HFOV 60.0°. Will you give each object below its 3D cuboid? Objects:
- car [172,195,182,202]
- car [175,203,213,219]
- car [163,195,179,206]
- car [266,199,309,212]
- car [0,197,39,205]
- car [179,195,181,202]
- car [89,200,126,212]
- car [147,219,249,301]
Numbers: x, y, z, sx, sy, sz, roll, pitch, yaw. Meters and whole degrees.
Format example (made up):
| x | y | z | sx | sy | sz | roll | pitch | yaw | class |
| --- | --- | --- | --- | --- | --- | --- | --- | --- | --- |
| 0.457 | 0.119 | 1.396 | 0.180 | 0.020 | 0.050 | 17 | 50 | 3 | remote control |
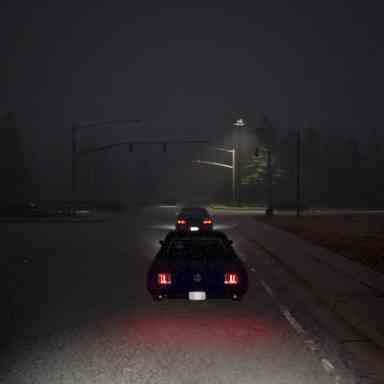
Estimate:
| x | y | z | sx | sy | sz | roll | pitch | yaw | class |
| --- | --- | --- | --- | --- | --- | --- | --- | --- | --- |
| -3.387 | 1.428 | 74.080 | 1.882 | 1.535 | 5.008 | 0 | 0 | 1 | car |
| 0.108 | 1.511 | 17.318 | 1.812 | 1.442 | 4.674 | 0 | 0 | 0 | car |
| -3.568 | 1.528 | 54.507 | 1.994 | 1.385 | 4.181 | 0 | 0 | 0 | car |
| 10.921 | 1.522 | 38.117 | 4.674 | 1.442 | 1.812 | 0 | 0 | 1 | car |
| -18.326 | 1.362 | 34.959 | 4.553 | 1.767 | 2.097 | 0 | 0 | 1 | car |
| -3.521 | 1.521 | 63.775 | 1.994 | 1.385 | 4.181 | 0 | 0 | 1 | car |
| -9.765 | 1.560 | 38.499 | 4.181 | 1.385 | 1.994 | 0 | 0 | 1 | car |
| 0.103 | 1.596 | 8.263 | 1.895 | 1.301 | 4.718 | 0 | 0 | 0 | car |
